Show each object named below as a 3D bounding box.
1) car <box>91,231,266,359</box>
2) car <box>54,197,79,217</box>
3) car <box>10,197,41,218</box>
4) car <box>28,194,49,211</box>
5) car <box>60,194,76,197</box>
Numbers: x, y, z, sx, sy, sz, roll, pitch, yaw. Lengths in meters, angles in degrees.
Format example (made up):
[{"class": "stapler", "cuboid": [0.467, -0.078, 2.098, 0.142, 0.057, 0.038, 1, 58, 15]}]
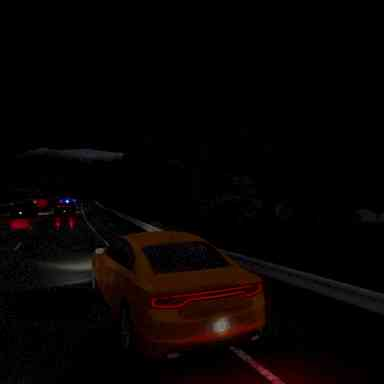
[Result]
[{"class": "car", "cuboid": [-0.677, 1.478, 6.302, 1.882, 1.535, 5.008, 0, 0, -25]}, {"class": "car", "cuboid": [-11.984, 1.492, 31.525, 2.128, 1.511, 4.902, 0, 0, -19]}, {"class": "car", "cuboid": [-15.157, 1.505, 30.132, 1.837, 1.490, 4.892, 0, 0, -19]}, {"class": "car", "cuboid": [-18.581, 1.221, 40.021, 2.150, 2.045, 5.566, 0, 0, -19]}, {"class": "car", "cuboid": [-15.417, 1.221, 41.418, 2.150, 2.045, 5.566, 0, 0, -18]}]
